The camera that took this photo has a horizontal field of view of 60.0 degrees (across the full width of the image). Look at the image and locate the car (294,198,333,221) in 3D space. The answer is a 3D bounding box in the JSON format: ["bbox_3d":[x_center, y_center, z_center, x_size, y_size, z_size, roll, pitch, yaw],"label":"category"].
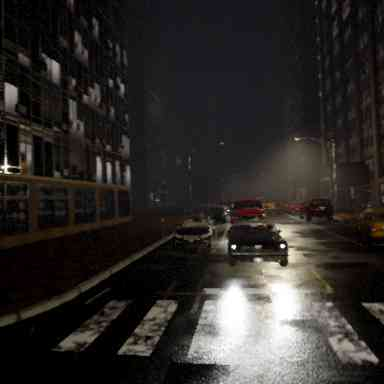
[{"bbox_3d":[10.494,1.449,28.261,2.192,1.841,5.009,-2,-1,8],"label":"car"}]

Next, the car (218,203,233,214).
[{"bbox_3d":[4.685,2.224,46.181,1.802,1.307,4.206,-2,-1,8],"label":"car"}]

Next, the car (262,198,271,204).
[{"bbox_3d":[18.749,2.326,84.062,2.008,1.369,4.403,-2,-1,8],"label":"car"}]

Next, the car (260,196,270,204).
[{"bbox_3d":[19.568,2.152,89.646,2.192,1.841,5.009,-2,-1,8],"label":"car"}]

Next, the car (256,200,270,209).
[{"bbox_3d":[12.025,2.116,56.350,1.994,1.385,4.181,-2,-1,8],"label":"car"}]

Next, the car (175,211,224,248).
[{"bbox_3d":[0.277,1.840,16.173,2.008,1.369,4.403,-2,-1,8],"label":"car"}]

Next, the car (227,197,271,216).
[{"bbox_3d":[3.685,1.487,21.844,2.150,2.045,5.566,-2,-1,9],"label":"car"}]

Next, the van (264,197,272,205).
[{"bbox_3d":[17.919,2.053,78.484,1.690,1.788,3.998,-2,-1,8],"label":"van"}]

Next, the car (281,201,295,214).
[{"bbox_3d":[12.151,1.809,39.418,1.887,1.381,4.507,-2,-1,8],"label":"car"}]

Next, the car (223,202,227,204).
[{"bbox_3d":[3.034,2.063,35.018,2.008,1.369,4.403,-2,-1,8],"label":"car"}]

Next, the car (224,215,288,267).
[{"bbox_3d":[2.277,1.750,12.140,1.895,1.301,4.718,-2,-1,8],"label":"car"}]

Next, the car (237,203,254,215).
[{"bbox_3d":[6.672,2.096,41.646,1.895,1.301,4.718,-2,-1,9],"label":"car"}]

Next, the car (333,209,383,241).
[{"bbox_3d":[8.715,1.521,16.444,1.752,1.417,4.829,-2,-1,8],"label":"car"}]

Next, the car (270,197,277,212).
[{"bbox_3d":[10.569,1.917,46.490,1.882,1.535,5.008,-2,-1,9],"label":"car"}]

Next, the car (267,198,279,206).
[{"bbox_3d":[16.272,2.025,67.322,1.967,1.590,4.097,-2,-1,8],"label":"car"}]

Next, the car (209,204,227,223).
[{"bbox_3d":[2.210,2.012,29.436,1.947,1.339,4.313,-2,-1,8],"label":"car"}]

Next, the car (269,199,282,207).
[{"bbox_3d":[15.450,2.066,61.740,1.887,1.381,4.507,-2,-1,8],"label":"car"}]

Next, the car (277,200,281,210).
[{"bbox_3d":[12.976,1.911,44.998,1.802,1.307,4.206,-2,-1,8],"label":"car"}]

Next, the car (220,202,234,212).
[{"bbox_3d":[5.510,2.251,51.763,1.887,1.381,4.507,-2,-1,8],"label":"car"}]

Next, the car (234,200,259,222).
[{"bbox_3d":[5.139,1.732,31.599,2.097,1.767,4.553,-2,-1,8],"label":"car"}]

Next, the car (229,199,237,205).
[{"bbox_3d":[10.458,2.528,85.257,1.967,1.590,4.097,-2,-1,8],"label":"car"}]
